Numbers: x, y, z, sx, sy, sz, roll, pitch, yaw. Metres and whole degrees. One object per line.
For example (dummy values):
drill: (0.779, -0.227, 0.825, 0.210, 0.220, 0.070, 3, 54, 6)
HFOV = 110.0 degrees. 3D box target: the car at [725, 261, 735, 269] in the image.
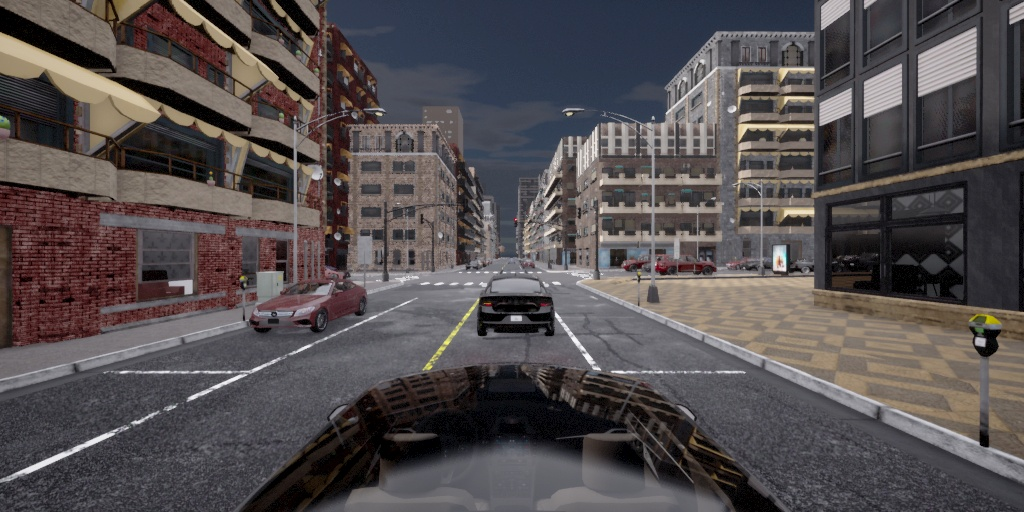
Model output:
car: (25.653, 0.824, 39.194, 4.207, 1.307, 1.802, 0, 0, -1)

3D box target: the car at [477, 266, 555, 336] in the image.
car: (0.096, 1.227, 10.388, 1.882, 1.535, 5.008, 0, 0, 0)

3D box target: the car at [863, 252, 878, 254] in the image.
car: (36.823, 0.390, 36.689, 4.553, 1.767, 2.097, -1, 0, 0)

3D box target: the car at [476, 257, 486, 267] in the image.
car: (-5.711, 1.293, 58.262, 1.751, 1.417, 4.829, 0, 0, 0)

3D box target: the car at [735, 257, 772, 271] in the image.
car: (26.345, 0.782, 36.607, 5.357, 1.411, 2.033, -1, 0, 0)

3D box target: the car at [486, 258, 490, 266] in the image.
car: (-5.712, 1.086, 64.115, 2.192, 1.841, 5.009, 0, 0, 0)

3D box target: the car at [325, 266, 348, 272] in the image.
car: (-17.188, 1.610, 33.010, 4.181, 1.385, 1.994, -1, 0, -1)

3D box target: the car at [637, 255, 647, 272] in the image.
car: (15.722, 0.938, 36.514, 4.892, 1.490, 1.837, -1, 0, -1)

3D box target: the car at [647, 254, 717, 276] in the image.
car: (14.699, 0.778, 30.713, 5.009, 1.841, 2.192, 0, 0, -1)

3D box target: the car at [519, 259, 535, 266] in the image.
car: (2.670, 1.207, 58.437, 1.967, 1.591, 4.097, 0, 0, 0)

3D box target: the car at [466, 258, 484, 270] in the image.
car: (-5.708, 1.330, 52.750, 1.948, 1.339, 4.313, 0, 0, 0)

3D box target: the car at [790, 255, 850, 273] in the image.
car: (25.793, 0.822, 30.814, 4.313, 1.339, 1.948, 0, 0, -1)

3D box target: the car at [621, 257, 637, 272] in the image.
car: (14.562, 0.764, 39.093, 5.009, 1.841, 2.192, 0, 0, -1)

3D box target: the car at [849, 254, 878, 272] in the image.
car: (31.340, 0.717, 30.865, 4.313, 1.339, 1.948, 0, 0, -1)

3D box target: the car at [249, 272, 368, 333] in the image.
car: (-5.744, 1.332, 10.726, 1.802, 1.307, 4.207, 0, 0, 0)
